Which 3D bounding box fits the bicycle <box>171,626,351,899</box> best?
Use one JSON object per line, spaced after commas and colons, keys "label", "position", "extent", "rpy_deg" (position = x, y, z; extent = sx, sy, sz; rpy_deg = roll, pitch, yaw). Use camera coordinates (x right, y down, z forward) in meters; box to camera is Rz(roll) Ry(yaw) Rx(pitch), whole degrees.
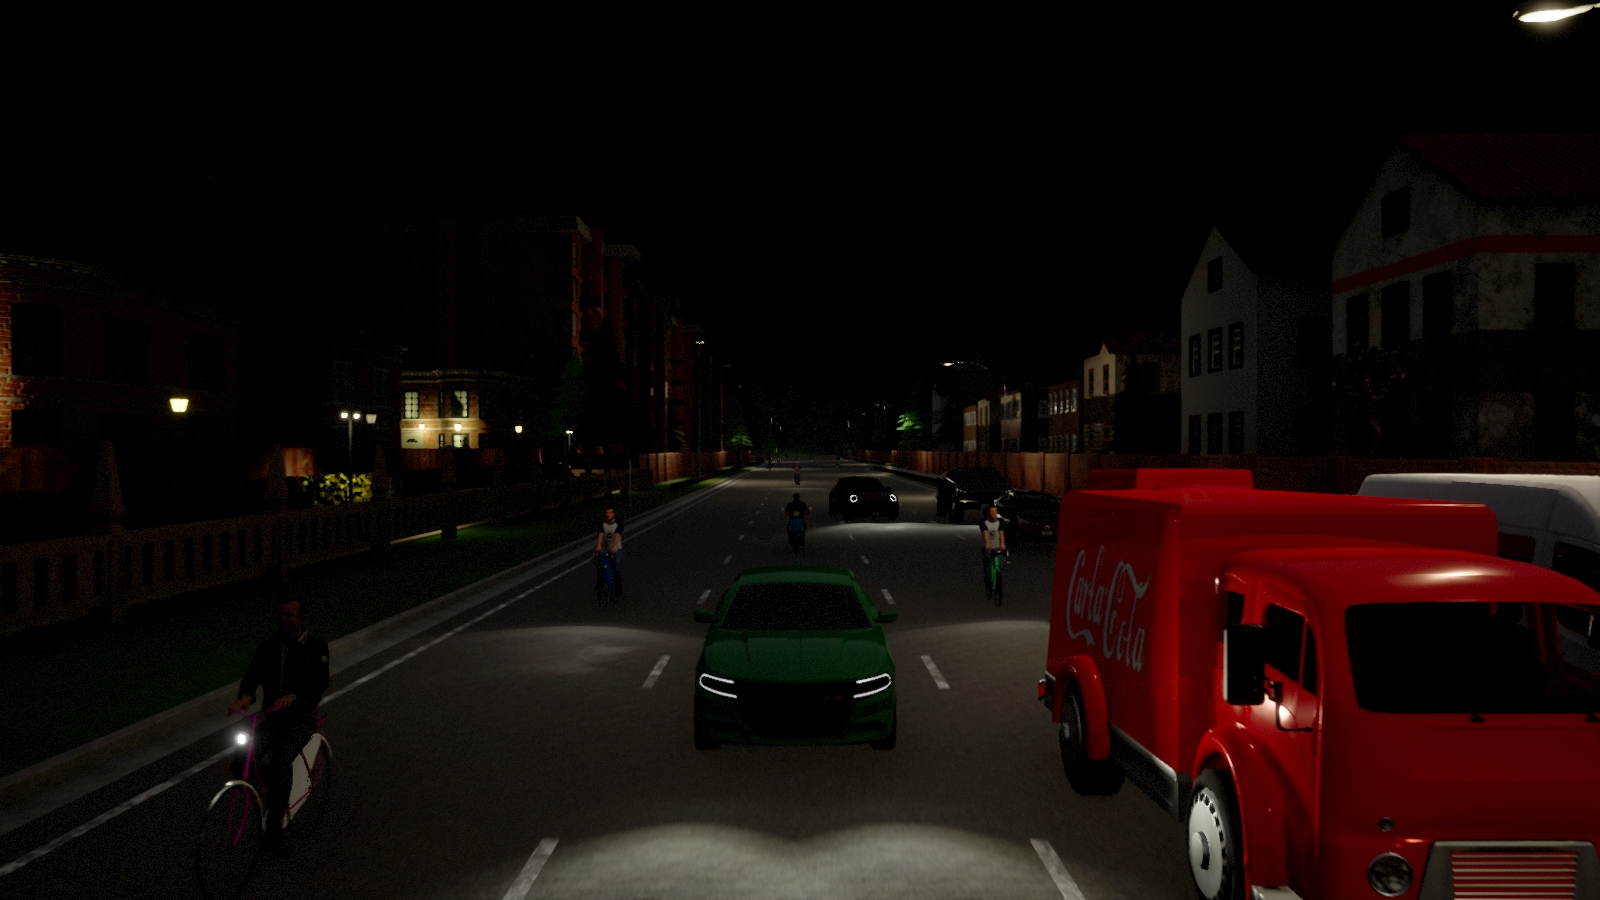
{"label": "bicycle", "position": [-3.528, 2.055, 7.628], "extent": [0.329, 1.471, 1.835], "rpy_deg": [0, 0, 0]}

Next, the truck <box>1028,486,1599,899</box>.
{"label": "truck", "position": [3.461, 1.565, 8.142], "extent": [2.627, 2.467, 5.204], "rpy_deg": [0, 0, 0]}

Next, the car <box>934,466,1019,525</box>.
{"label": "car", "position": [6.864, 1.728, 45.241], "extent": [2.390, 2.098, 6.274], "rpy_deg": [0, 0, 0]}

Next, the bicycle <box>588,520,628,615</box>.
{"label": "bicycle", "position": [-3.374, 2.044, 20.150], "extent": [0.373, 1.496, 1.643], "rpy_deg": [0, 1, 2]}

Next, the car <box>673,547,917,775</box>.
{"label": "car", "position": [-0.049, 2.027, 12.316], "extent": [2.097, 1.535, 5.006], "rpy_deg": [0, 0, 0]}

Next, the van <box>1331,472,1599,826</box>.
{"label": "van", "position": [6.961, 1.528, 9.868], "extent": [1.988, 2.561, 5.915], "rpy_deg": [0, 0, 0]}

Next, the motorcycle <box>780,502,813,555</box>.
{"label": "motorcycle", "position": [-0.095, 2.124, 31.186], "extent": [0.856, 1.316, 1.805], "rpy_deg": [0, 0, 0]}

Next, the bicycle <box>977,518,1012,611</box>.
{"label": "bicycle", "position": [3.506, 2.044, 20.674], "extent": [0.373, 1.496, 1.643], "rpy_deg": [0, 1, 0]}

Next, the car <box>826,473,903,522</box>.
{"label": "car", "position": [2.540, 1.880, 46.298], "extent": [2.097, 1.767, 4.553], "rpy_deg": [0, 0, -10]}

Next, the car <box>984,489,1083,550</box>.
{"label": "car", "position": [6.890, 2.021, 34.159], "extent": [2.007, 1.525, 4.514], "rpy_deg": [0, 0, 0]}
